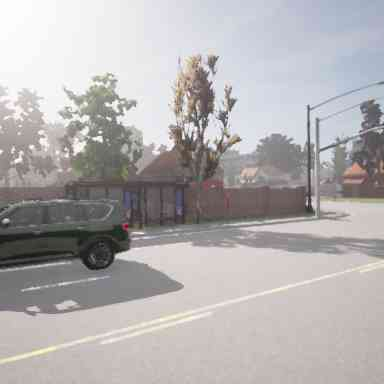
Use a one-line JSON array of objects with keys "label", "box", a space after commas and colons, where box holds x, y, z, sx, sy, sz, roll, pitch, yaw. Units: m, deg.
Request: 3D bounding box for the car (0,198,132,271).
[{"label": "car", "box": [-4.459, 1.220, 9.407, 5.566, 2.045, 2.150, 0, 0, -35]}]
